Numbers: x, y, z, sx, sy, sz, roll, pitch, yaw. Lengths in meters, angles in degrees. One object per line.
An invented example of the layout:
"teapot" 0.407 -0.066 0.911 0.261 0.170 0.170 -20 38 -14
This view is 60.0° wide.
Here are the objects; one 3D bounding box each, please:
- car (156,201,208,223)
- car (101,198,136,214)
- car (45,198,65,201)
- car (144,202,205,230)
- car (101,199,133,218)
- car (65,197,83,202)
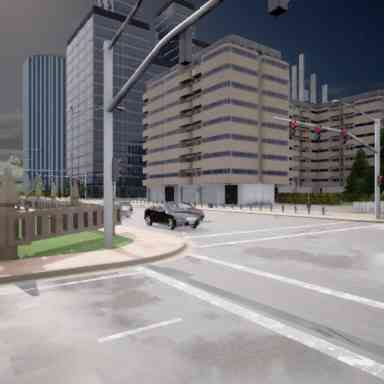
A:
"car" -0.906 1.526 26.685 1.812 1.442 4.674 0 0 -36
"car" -8.232 1.491 36.930 2.128 1.511 4.902 0 0 -35
"car" -20.591 1.548 48.359 2.033 1.411 5.357 0 0 -35
"car" -1.382 1.492 21.218 2.128 1.511 4.902 0 0 -34
"car" -6.960 1.526 29.112 1.812 1.442 4.674 0 0 -35
"car" -18.082 1.478 50.876 1.882 1.535 5.008 0 0 -35
